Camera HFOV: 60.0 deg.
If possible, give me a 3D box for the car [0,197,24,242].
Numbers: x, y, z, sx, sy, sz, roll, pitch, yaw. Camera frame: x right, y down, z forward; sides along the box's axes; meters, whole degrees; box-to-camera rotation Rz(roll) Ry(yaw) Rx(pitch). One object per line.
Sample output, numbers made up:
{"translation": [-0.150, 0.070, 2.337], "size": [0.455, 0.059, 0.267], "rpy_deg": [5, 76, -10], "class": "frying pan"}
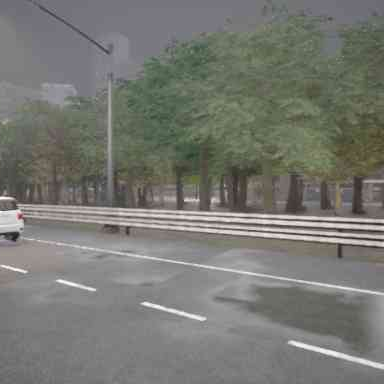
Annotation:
{"translation": [-9.974, 1.228, 15.290], "size": [5.566, 2.045, 2.150], "rpy_deg": [0, 0, 36], "class": "car"}
